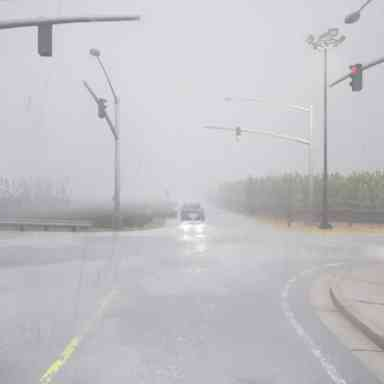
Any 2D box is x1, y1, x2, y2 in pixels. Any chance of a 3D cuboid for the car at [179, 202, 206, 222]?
[{"bbox_3d":[-0.011,1.580,26.577,2.128,1.511,4.902,0,1,-3],"label":"car"}]
